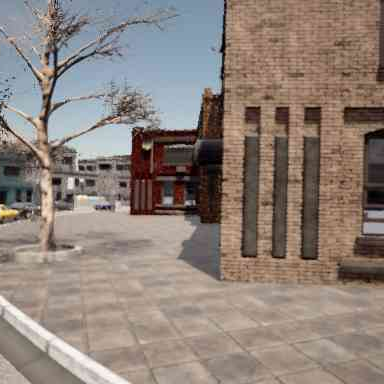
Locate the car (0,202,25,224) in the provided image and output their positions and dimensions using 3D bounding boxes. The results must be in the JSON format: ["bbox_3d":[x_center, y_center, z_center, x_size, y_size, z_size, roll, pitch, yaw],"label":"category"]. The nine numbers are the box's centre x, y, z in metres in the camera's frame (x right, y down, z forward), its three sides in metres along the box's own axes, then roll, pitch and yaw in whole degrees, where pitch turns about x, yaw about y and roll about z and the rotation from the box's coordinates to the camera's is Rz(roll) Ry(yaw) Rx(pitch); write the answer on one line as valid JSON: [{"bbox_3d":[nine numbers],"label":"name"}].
[{"bbox_3d":[-15.170,1.620,26.002,1.801,1.575,5.366,1,-1,-10],"label":"car"}]

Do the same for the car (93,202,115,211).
[{"bbox_3d":[-12.973,2.217,50.905,1.895,1.301,4.718,1,-1,20],"label":"car"}]

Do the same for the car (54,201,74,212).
[{"bbox_3d":[-18.360,1.929,45.557,2.033,1.411,5.357,1,-1,15],"label":"car"}]

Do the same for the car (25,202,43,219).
[{"bbox_3d":[-15.711,1.745,31.390,1.837,1.490,4.892,1,-1,-2],"label":"car"}]
